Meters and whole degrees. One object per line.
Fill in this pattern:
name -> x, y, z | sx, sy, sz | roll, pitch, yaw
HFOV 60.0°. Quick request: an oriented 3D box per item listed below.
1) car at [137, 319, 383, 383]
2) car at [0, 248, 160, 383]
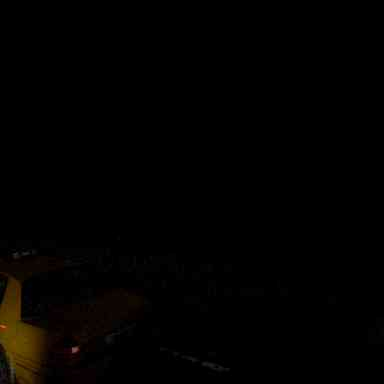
car -> 2.051, 1.551, 1.628 | 4.403, 1.369, 2.008 | 0, 1, 35
car -> -2.635, 1.524, 4.969 | 4.829, 1.417, 1.752 | 0, 1, 35
